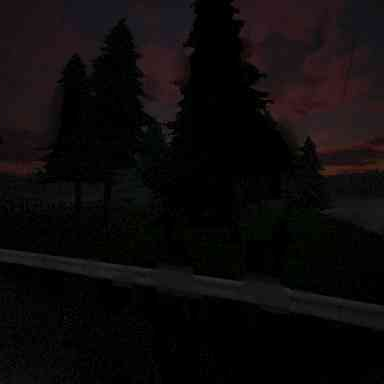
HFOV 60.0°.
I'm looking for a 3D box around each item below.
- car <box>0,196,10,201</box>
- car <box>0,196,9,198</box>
[{"bbox_3d":[-47.022,1.592,81.812,1.895,1.301,4.718,0,0,-3],"label":"car"},{"bbox_3d":[-40.035,1.478,68.981,1.882,1.535,5.008,0,0,9],"label":"car"}]
